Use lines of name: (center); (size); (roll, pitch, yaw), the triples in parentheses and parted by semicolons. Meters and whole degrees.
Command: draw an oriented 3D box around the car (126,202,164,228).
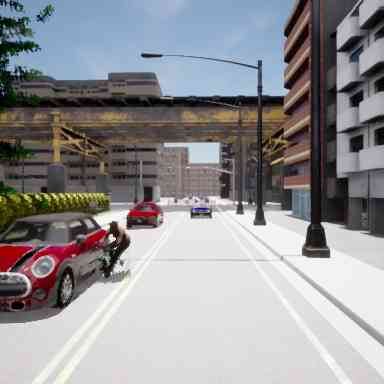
car: (-3.048, 1.477, 22.275); (1.882, 1.535, 5.008); (0, 0, 2)

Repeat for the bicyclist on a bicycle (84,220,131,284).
bicyclist on a bicycle: (-2.046, 1.492, 8.502); (0.582, 1.620, 1.656); (20, 11, 30)

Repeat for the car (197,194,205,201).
car: (2.397, 1.452, 89.413); (2.038, 1.542, 4.974); (0, 0, 1)

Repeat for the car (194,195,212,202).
car: (2.069, 1.295, 62.865); (1.853, 1.218, 4.536); (0, 0, -19)

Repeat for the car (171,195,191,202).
car: (-2.042, 1.295, 63.276); (1.853, 1.218, 4.536); (0, 0, 26)

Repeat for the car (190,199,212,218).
car: (0.830, 1.601, 29.927); (1.895, 1.301, 4.718); (0, 0, 1)

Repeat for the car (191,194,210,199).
car: (2.086, 1.452, 62.816); (2.038, 1.542, 4.974); (0, 0, -19)

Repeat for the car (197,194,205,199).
car: (2.398, 1.295, 89.465); (1.853, 1.218, 4.536); (0, 0, 1)

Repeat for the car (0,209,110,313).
car: (-3.462, 1.351, 7.919); (2.097, 1.767, 4.553); (0, 0, 1)

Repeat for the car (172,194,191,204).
car: (-2.065, 1.452, 63.229); (2.038, 1.542, 4.974); (0, 0, 26)
